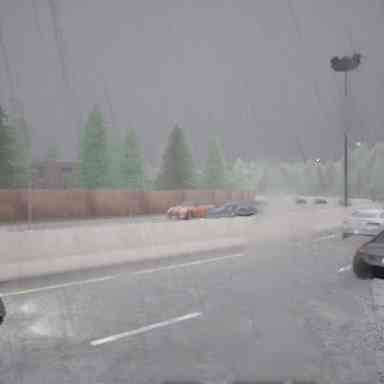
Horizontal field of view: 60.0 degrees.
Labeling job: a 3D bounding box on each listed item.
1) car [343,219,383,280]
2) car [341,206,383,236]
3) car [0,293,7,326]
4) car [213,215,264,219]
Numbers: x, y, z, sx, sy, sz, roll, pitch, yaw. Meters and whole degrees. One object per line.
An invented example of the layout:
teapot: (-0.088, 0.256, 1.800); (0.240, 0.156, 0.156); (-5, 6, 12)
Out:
car: (6.084, 1.579, 8.997); (4.181, 1.385, 1.994); (0, 0, -41)
car: (9.033, 1.556, 16.603); (1.812, 1.442, 4.674); (0, 0, 45)
car: (-5.472, 1.569, 4.237); (5.357, 1.411, 2.033); (0, 0, -35)
car: (2.493, 1.542, 20.200); (4.902, 1.511, 2.128); (0, 0, -45)
